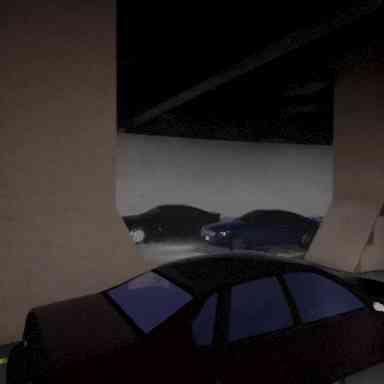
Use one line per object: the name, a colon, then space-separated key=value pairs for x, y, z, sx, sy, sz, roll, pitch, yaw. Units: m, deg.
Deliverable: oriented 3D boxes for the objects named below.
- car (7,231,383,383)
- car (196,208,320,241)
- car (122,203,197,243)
car: x=0.779 y=1.499 z=4.102 sx=5.357 sy=1.411 sz=2.033 roll=0 pitch=1 yaw=-29
car: x=2.750 y=1.387 z=12.664 sx=4.674 sy=1.442 sz=1.812 roll=0 pitch=1 yaw=-20
car: x=-1.072 y=1.287 z=14.817 sx=5.008 sy=1.535 sz=1.882 roll=0 pitch=1 yaw=-23
